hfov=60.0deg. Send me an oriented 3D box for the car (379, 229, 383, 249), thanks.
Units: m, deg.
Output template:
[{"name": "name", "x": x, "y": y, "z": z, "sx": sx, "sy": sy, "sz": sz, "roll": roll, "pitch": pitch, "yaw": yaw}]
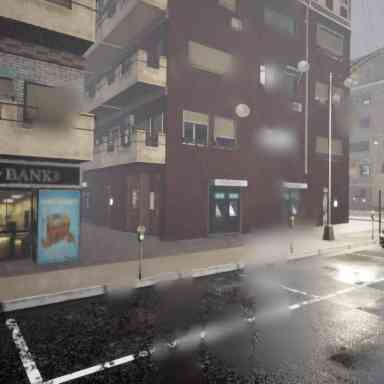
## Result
[{"name": "car", "x": 9.059, "y": 1.554, "z": 13.091, "sx": 4.403, "sy": 1.369, "sz": 2.008, "roll": 0, "pitch": 1, "yaw": -35}]
